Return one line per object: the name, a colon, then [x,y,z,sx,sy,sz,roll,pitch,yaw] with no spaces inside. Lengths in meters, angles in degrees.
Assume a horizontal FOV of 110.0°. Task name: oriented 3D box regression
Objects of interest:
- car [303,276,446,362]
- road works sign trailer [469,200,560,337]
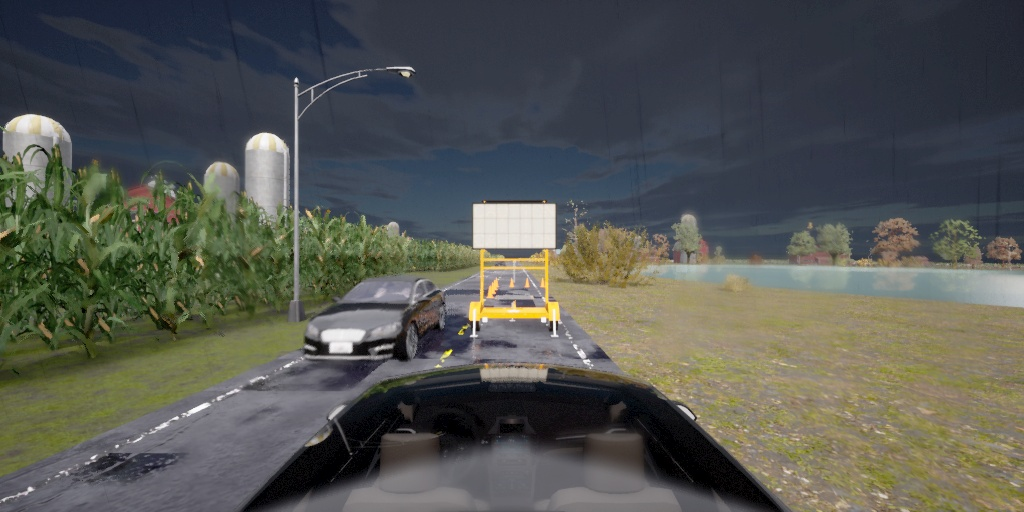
car: [-2.796,1.243,8.344,2.128,1.511,4.902,0,0,0]
road works sign trailer: [0.068,0.217,10.266,2.380,3.560,2.880,0,0,0]
